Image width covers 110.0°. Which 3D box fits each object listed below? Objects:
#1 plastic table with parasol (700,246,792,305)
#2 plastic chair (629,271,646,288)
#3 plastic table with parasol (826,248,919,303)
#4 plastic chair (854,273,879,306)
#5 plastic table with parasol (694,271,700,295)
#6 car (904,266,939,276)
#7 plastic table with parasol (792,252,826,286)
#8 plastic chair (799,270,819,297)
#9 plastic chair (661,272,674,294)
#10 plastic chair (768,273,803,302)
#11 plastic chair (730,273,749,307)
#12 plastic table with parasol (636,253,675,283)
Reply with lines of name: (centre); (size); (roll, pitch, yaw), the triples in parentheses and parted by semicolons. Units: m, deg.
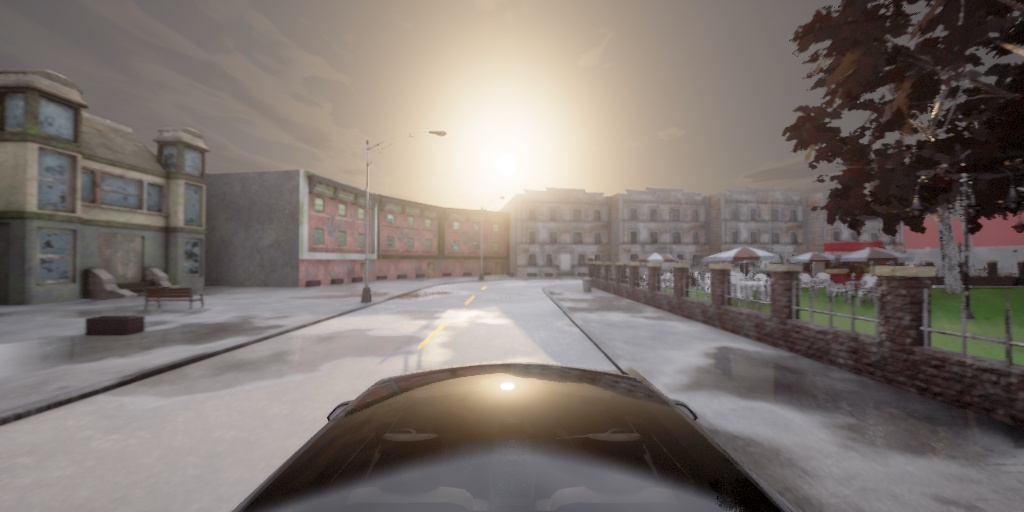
plastic table with parasol: (10.053, 0.820, 15.444); (2.482, 2.480, 2.482); (0, 0, -38)
plastic chair: (8.004, 1.635, 23.230); (0.730, 1.272, 0.750); (0, 0, 0)
plastic table with parasol: (15.984, 0.869, 15.899); (2.482, 2.480, 2.482); (0, 0, -38)
plastic chair: (15.148, 1.481, 15.167); (0.730, 1.272, 0.750); (0, 0, -39)
plastic table with parasol: (11.670, 0.948, 19.492); (2.482, 2.480, 2.482); (0, 0, -40)
car: (40.261, 1.733, 36.486); (4.892, 1.490, 1.837); (0, -1, 0)
plastic table with parasol: (17.442, 0.996, 20.716); (2.482, 2.480, 2.482); (0, 0, -40)
plastic chair: (16.411, 1.590, 19.972); (0.730, 1.272, 0.750); (0, 0, -40)
plastic chair: (9.336, 1.614, 21.811); (0.750, 1.272, 0.730); (0, 0, 5)
plastic chair: (10.998, 1.442, 14.430); (0.750, 1.272, 0.730); (0, 0, -31)
plastic chair: (9.067, 1.448, 14.720); (0.730, 1.272, 0.750); (0, 0, -40)
plastic table with parasol: (9.265, 1.030, 23.139); (2.482, 2.480, 2.482); (0, 0, 0)
